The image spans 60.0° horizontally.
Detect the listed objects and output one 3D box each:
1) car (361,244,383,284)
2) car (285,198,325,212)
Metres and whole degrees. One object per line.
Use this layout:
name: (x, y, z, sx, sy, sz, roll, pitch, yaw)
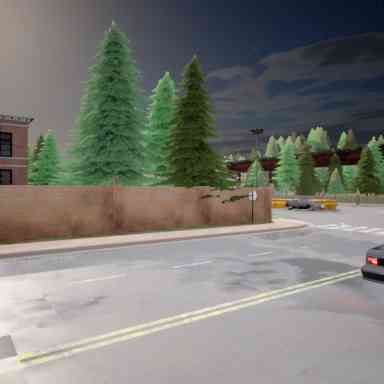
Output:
car: (6.323, 1.547, 8.239, 5.357, 1.411, 2.033, 0, 0, -35)
car: (13.382, 1.492, 39.513, 2.128, 1.511, 4.902, 0, 0, -35)
